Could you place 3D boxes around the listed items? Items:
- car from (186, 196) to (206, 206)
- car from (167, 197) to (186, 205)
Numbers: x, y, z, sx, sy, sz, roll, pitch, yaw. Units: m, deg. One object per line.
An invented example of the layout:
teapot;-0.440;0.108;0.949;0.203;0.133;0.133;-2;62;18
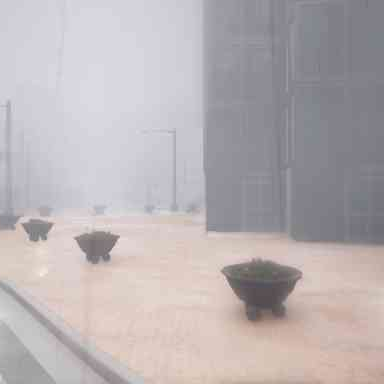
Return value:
car;2.101;1.910;68.023;5.566;2.045;2.150;1;-1;-42
car;-2.872;1.896;68.266;4.553;1.767;2.097;1;-1;-42
